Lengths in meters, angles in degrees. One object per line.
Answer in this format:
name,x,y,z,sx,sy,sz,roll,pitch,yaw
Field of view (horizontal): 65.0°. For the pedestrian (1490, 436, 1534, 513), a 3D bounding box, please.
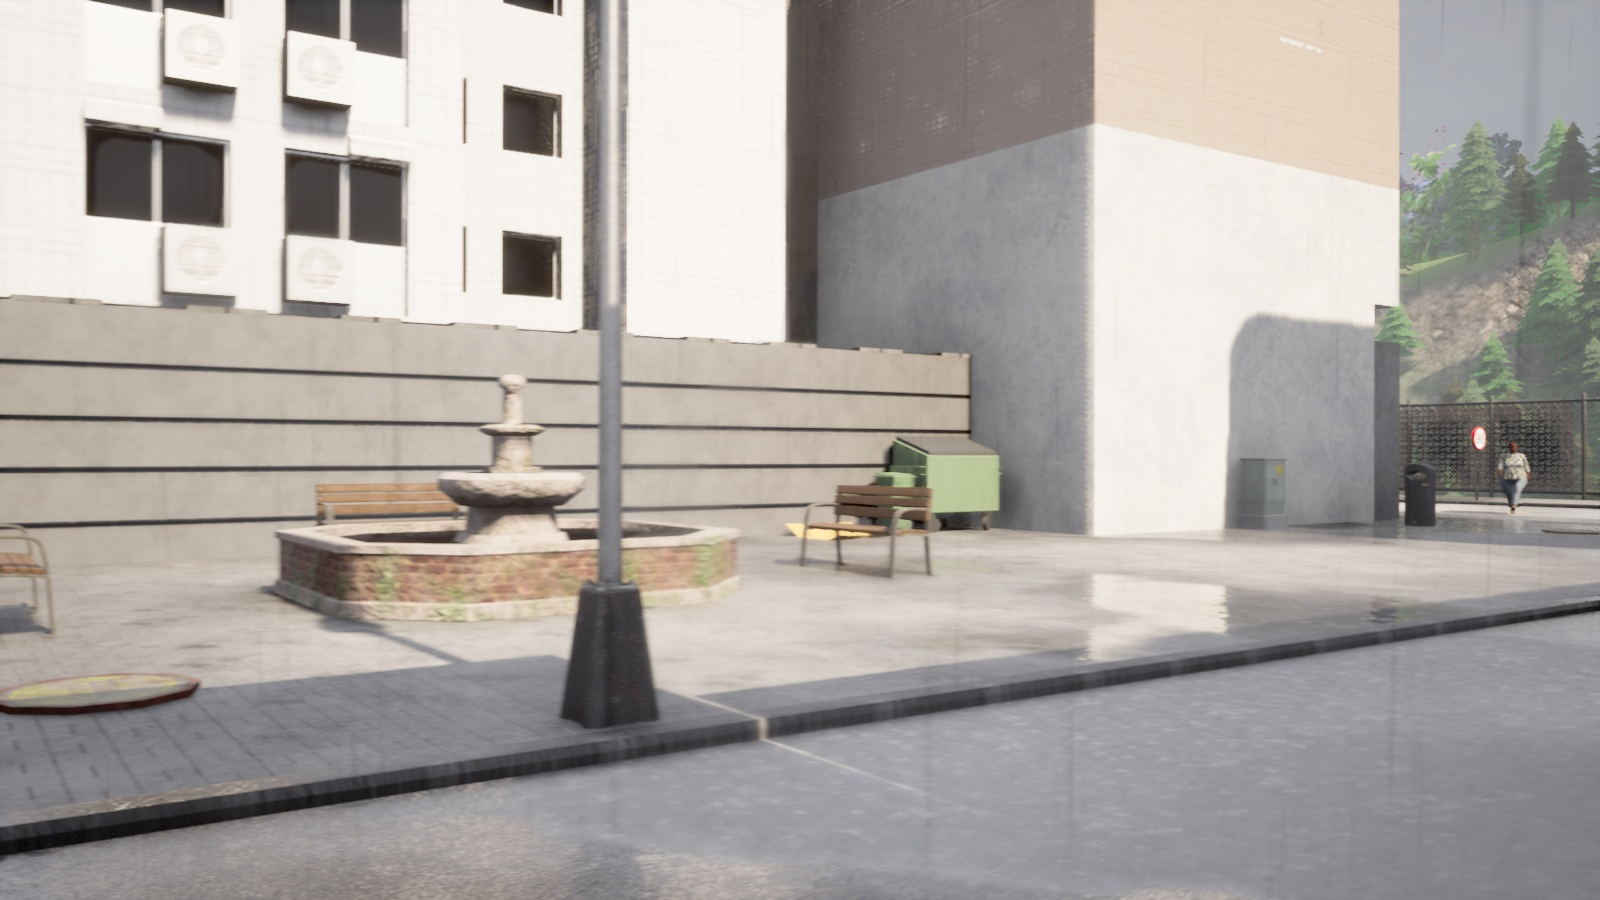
pedestrian,17.571,0.588,30.990,0.874,1.855,0.900,0,0,35
